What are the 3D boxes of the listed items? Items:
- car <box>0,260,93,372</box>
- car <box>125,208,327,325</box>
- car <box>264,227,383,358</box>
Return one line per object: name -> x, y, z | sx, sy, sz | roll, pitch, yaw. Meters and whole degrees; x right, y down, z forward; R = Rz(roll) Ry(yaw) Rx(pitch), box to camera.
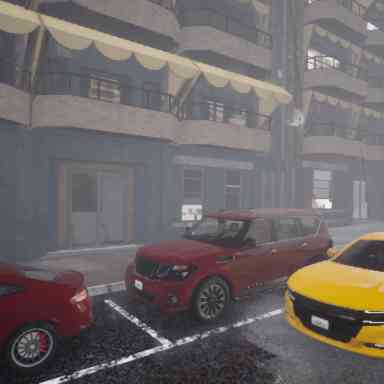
car -> -3.392, 1.582, 4.125 | 4.206, 1.307, 1.802 | 0, 1, -35
car -> 1.106, 1.321, 7.329 | 5.009, 1.841, 2.192 | 0, 1, -35
car -> 3.756, 1.484, 5.936 | 5.008, 1.535, 1.882 | 0, 0, -36
